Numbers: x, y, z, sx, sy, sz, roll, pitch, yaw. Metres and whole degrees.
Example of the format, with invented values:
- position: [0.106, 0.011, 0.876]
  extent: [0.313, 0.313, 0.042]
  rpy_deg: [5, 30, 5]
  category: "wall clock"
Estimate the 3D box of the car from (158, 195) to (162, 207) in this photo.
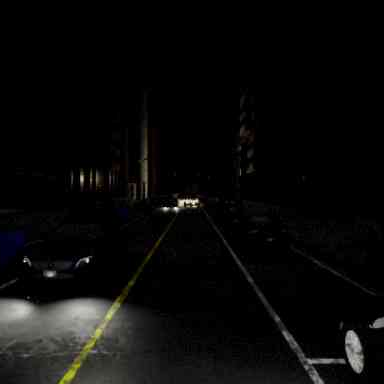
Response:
- position: [-5.776, 1.607, 53.402]
  extent: [1.947, 1.339, 4.313]
  rpy_deg: [0, 0, 0]
  category: "car"

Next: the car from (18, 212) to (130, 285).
- position: [-3.103, 1.529, 9.607]
  extent: [1.812, 1.442, 4.674]
  rpy_deg: [0, 0, 0]
  category: "car"

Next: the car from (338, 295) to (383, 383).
- position: [2.760, 1.552, 2.690]
  extent: [2.008, 1.369, 4.403]
  rpy_deg: [0, 0, 0]
  category: "car"

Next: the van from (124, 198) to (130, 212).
- position: [-5.770, 1.354, 25.218]
  extent: [1.690, 1.788, 3.998]
  rpy_deg: [0, 0, 0]
  category: "van"

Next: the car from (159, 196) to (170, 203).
- position: [-5.780, 1.629, 70.312]
  extent: [1.947, 1.339, 4.313]
  rpy_deg: [0, 0, 0]
  category: "car"

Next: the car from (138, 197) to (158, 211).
- position: [-5.774, 1.573, 42.129]
  extent: [1.887, 1.381, 4.507]
  rpy_deg: [0, 0, 0]
  category: "car"

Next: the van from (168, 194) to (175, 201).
- position: [-5.785, 1.434, 92.859]
  extent: [1.690, 1.788, 3.998]
  rpy_deg: [0, 0, 0]
  category: "van"

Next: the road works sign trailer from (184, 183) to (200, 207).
- position: [-0.011, 0.501, 49.733]
  extent: [2.380, 3.560, 2.880]
  rpy_deg: [0, 0, 0]
  category: "road works sign trailer"

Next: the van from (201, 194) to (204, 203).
- position: [2.748, 1.383, 53.416]
  extent: [1.690, 1.788, 3.998]
  rpy_deg: [0, 0, 0]
  category: "van"

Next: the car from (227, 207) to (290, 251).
- position: [2.758, 1.550, 13.963]
  extent: [1.887, 1.381, 4.507]
  rpy_deg: [0, 0, 0]
  category: "car"

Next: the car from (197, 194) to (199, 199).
- position: [2.744, 1.621, 75.961]
  extent: [2.008, 1.369, 4.403]
  rpy_deg: [0, 0, 0]
  category: "car"

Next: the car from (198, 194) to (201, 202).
- position: [2.746, 1.496, 64.689]
  extent: [1.967, 1.590, 4.097]
  rpy_deg: [0, 0, 0]
  category: "car"

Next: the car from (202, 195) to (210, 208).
- position: [2.750, 1.560, 47.950]
  extent: [1.752, 1.417, 4.829]
  rpy_deg: [0, 0, 0]
  category: "car"

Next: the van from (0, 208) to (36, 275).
- position: [-5.767, 1.344, 8.309]
  extent: [1.690, 1.788, 3.998]
  rpy_deg: [0, 0, 0]
  category: "van"

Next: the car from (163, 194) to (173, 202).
- position: [-5.783, 1.393, 81.585]
  extent: [2.192, 1.841, 5.009]
  rpy_deg: [0, 0, 0]
  category: "car"

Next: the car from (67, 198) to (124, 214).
- position: [-5.769, 1.324, 19.582]
  extent: [2.192, 1.841, 5.009]
  rpy_deg: [0, 0, 0]
  category: "car"

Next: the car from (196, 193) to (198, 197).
- position: [2.741, 1.526, 87.234]
  extent: [1.967, 1.590, 4.097]
  rpy_deg: [0, 0, 0]
  category: "car"

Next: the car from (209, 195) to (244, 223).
- position: [2.755, 1.327, 25.235]
  extent: [2.192, 1.841, 5.009]
  rpy_deg: [0, 0, 0]
  category: "car"

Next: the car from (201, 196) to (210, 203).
- position: [2.745, 1.589, 70.495]
  extent: [1.752, 1.417, 4.829]
  rpy_deg: [0, 0, 0]
  category: "car"

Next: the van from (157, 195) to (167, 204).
- position: [-5.779, 1.397, 64.676]
  extent: [1.690, 1.788, 3.998]
  rpy_deg: [0, 0, 0]
  category: "van"

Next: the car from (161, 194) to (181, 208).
- position: [-3.089, 1.515, 50.289]
  extent: [1.882, 1.535, 5.008]
  rpy_deg: [0, 0, 0]
  category: "car"

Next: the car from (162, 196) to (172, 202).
- position: [-5.781, 1.637, 75.949]
  extent: [1.947, 1.339, 4.313]
  rpy_deg: [0, 0, 0]
  category: "car"

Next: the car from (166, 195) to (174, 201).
- position: [-5.783, 1.630, 87.222]
  extent: [1.887, 1.381, 4.507]
  rpy_deg: [0, 0, 0]
  category: "car"
